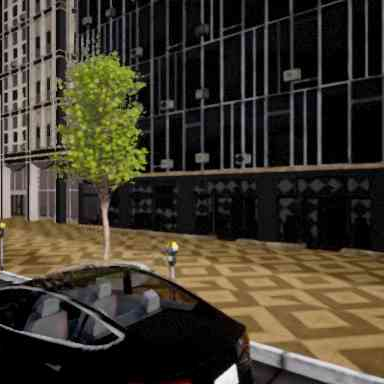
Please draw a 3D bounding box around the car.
[{"bbox_3d":[-1.414,1.561,3.884,4.313,1.339,1.947,0,0,35],"label":"car"}]
